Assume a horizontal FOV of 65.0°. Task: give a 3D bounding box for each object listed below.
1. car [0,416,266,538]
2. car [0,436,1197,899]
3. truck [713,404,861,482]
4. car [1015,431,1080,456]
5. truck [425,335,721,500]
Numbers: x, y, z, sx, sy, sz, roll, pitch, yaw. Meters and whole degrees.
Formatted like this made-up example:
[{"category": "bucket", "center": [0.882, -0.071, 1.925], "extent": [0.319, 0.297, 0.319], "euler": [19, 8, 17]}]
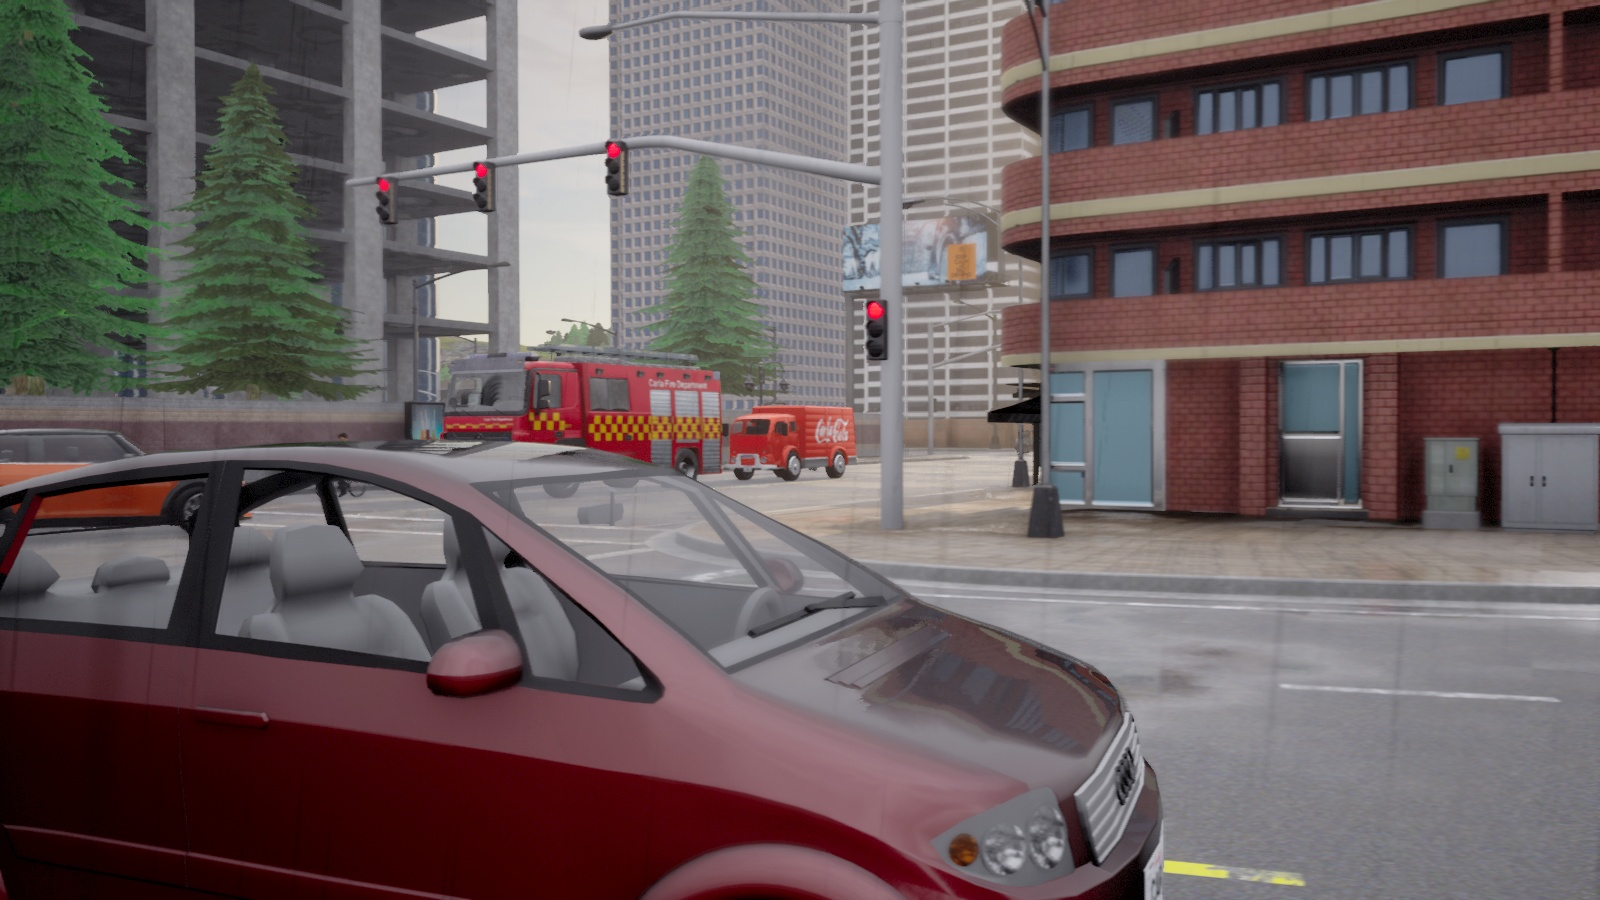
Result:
[{"category": "car", "center": [-11.075, 0.366, 19.828], "extent": [4.553, 1.767, 2.097], "euler": [-1, 1, -34]}, {"category": "car", "center": [-0.905, 0.748, 3.501], "extent": [3.705, 1.549, 1.789], "euler": [1, 1, 22]}, {"category": "truck", "center": [-0.347, -0.260, 42.406], "extent": [2.627, 2.467, 5.204], "euler": [1, 1, 31]}, {"category": "car", "center": [16.305, -0.431, 82.678], "extent": [3.988, 1.617, 1.851], "euler": [0, 1, 16]}, {"category": "truck", "center": [-5.724, -0.822, 33.494], "extent": [2.891, 3.827, 8.468], "euler": [1, 1, 31]}]
